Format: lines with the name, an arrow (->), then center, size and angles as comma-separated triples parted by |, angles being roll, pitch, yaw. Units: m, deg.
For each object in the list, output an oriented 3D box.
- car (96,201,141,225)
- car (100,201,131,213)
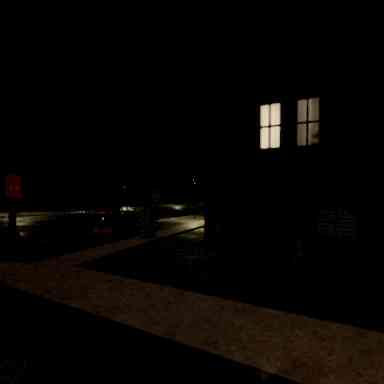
car -> -5.844, 1.801, 27.056 | 2.128, 1.511, 4.902 | 1, -1, 18
car -> -10.220, 1.956, 45.018 | 1.812, 1.442, 4.674 | 1, -1, 20
